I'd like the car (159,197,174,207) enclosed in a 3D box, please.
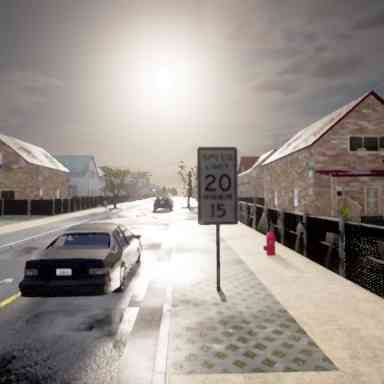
[{"bbox_3d":[-3.736,1.477,49.442,1.994,1.385,4.181,0,0,-2],"label":"car"}]

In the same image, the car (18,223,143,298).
[{"bbox_3d":[-2.464,1.527,8.692,2.033,1.411,5.357,0,0,-2],"label":"car"}]

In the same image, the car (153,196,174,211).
[{"bbox_3d":[-3.372,1.265,39.192,2.097,1.767,4.553,0,0,-1],"label":"car"}]
